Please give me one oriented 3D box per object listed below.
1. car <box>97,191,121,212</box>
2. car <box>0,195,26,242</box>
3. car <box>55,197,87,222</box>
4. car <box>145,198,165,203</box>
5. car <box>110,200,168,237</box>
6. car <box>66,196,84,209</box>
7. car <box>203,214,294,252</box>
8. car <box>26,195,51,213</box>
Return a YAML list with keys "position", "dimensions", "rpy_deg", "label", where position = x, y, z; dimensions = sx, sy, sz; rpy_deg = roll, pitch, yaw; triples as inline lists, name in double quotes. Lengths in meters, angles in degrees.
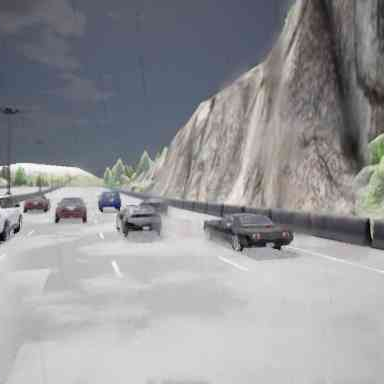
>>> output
- position: [-8.807, 0.952, 35.419]
  dimensions: [2.150, 2.045, 5.566]
  rpy_deg: [0, 1, -18]
  label: "car"
- position: [-9.689, 1.153, 15.869]
  dimensions: [2.150, 2.045, 5.566]
  rpy_deg: [0, 0, -18]
  label: "car"
- position: [-9.091, 1.203, 25.172]
  dimensions: [2.097, 1.767, 4.553]
  rpy_deg: [0, 1, -18]
  label: "car"
- position: [-3.605, 1.284, 30.862]
  dimensions: [1.882, 1.535, 5.008]
  rpy_deg: [0, 1, -18]
  label: "car"
- position: [-2.887, 1.421, 17.602]
  dimensions: [2.128, 1.511, 4.902]
  rpy_deg: [0, 0, -18]
  label: "car"
- position: [-13.983, 1.247, 39.898]
  dimensions: [1.895, 1.301, 4.718]
  rpy_deg: [0, 1, -18]
  label: "car"
- position: [2.058, 1.559, 13.817]
  dimensions: [1.895, 1.301, 4.718]
  rpy_deg: [0, 0, -18]
  label: "car"
- position: [-15.650, 1.084, 33.812]
  dimensions: [2.097, 1.767, 4.553]
  rpy_deg: [0, 1, -18]
  label: "car"
